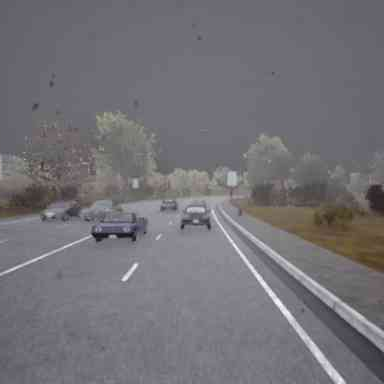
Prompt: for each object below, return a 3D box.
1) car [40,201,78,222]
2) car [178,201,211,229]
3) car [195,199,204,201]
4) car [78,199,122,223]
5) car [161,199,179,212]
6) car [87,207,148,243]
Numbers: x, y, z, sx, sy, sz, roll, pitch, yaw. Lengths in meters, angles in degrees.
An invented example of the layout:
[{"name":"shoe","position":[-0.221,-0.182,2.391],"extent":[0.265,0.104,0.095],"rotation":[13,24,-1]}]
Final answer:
[{"name":"car","position":[-10.315,1.520,26.658],"extent":[2.128,1.511,4.902],"rotation":[0,0,2]},{"name":"car","position":[0.264,1.550,21.768],"extent":[1.812,1.442,4.674],"rotation":[0,0,1]},{"name":"car","position":[0.949,1.611,41.831],"extent":[1.994,1.385,4.181],"rotation":[0,0,3]},{"name":"car","position":[-6.827,1.380,25.998],"extent":[2.097,1.767,4.553],"rotation":[0,0,2]},{"name":"car","position":[-2.638,1.536,40.248],"extent":[2.128,1.511,4.902],"rotation":[0,0,3]},{"name":"car","position":[-3.319,1.619,16.292],"extent":[1.895,1.301,4.718],"rotation":[0,0,1]}]
